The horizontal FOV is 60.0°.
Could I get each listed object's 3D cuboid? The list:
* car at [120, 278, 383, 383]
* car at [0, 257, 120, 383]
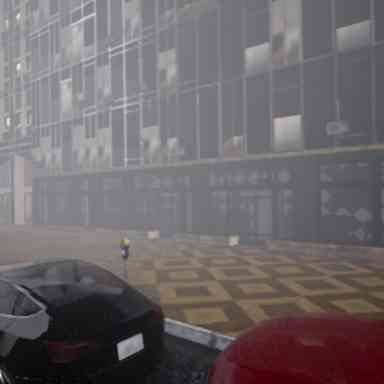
[{"bbox_3d":[2.291,1.311,1.258,5.009,1.841,2.192,0,-1,36],"label":"car"},{"bbox_3d":[-2.304,1.583,4.531,4.313,1.339,1.947,0,-1,36],"label":"car"}]
